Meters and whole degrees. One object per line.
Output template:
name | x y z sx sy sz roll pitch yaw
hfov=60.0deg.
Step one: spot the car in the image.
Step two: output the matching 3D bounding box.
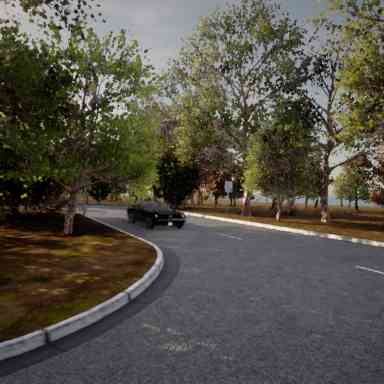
car | -2.073 1.228 18.337 1.895 1.301 4.718 1 0 -28
